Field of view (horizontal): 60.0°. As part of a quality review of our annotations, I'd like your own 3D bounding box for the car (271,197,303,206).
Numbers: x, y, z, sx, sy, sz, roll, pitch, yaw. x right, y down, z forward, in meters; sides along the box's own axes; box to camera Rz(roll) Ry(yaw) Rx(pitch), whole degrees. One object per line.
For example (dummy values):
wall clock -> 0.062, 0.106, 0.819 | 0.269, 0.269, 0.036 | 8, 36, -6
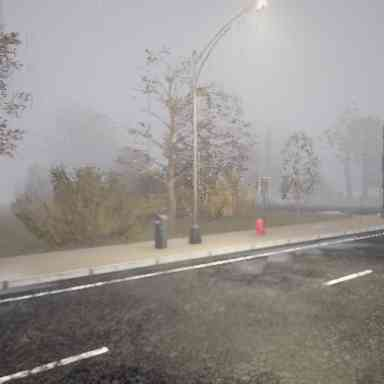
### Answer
car -> 13.322, 1.311, 46.874 | 1.895, 1.301, 4.718 | 0, 0, -26
